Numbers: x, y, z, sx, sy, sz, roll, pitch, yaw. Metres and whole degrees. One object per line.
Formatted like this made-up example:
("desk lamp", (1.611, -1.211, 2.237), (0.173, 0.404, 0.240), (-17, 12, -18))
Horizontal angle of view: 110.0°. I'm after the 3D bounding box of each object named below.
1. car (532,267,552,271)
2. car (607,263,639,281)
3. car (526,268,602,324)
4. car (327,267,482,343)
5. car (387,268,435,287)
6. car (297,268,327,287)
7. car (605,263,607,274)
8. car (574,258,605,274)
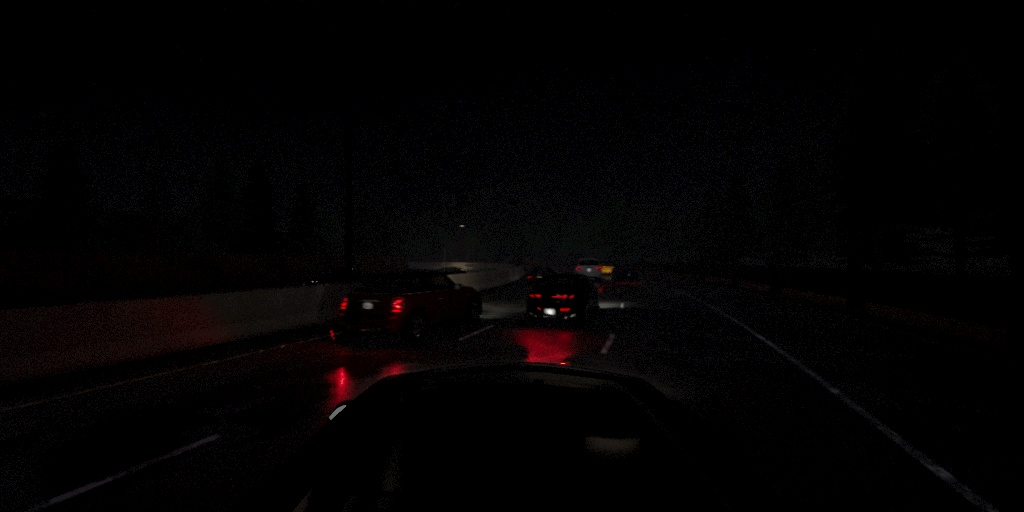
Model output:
("car", (2.350, 1.547, 27.275), (2.033, 1.411, 5.357), (0, -1, 12))
("car", (10.333, 1.490, 33.074), (1.882, 1.535, 5.008), (0, 0, 8))
("car", (1.889, 1.355, 12.545), (1.837, 1.490, 4.892), (0, -1, 19))
("car", (-2.624, 1.207, 10.404), (2.097, 1.767, 4.553), (-1, -1, 21))
("car", (-8.105, 1.684, 29.288), (1.895, 1.301, 4.718), (0, -1, 11))
("car", (-12.661, 1.572, 25.187), (1.837, 1.490, 4.892), (0, 0, 15))
("car", (11.270, 1.597, 43.977), (1.882, 1.535, 5.008), (0, 0, 2))
("car", (6.739, 1.244, 32.008), (2.150, 2.045, 5.566), (0, -1, 9))
